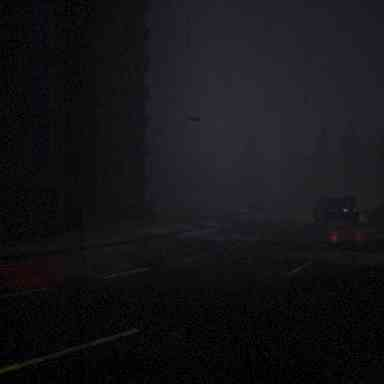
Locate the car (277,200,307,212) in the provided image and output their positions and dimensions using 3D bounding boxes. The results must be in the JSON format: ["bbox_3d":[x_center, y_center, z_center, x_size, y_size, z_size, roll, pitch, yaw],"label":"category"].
[{"bbox_3d":[12.290,1.729,41.704,1.837,1.490,4.892,0,-1,-19],"label":"car"}]

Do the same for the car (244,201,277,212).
[{"bbox_3d":[8.369,1.796,42.263,1.994,1.385,4.181,0,-1,-22],"label":"car"}]

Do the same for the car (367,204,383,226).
[{"bbox_3d":[14.057,1.613,23.626,2.128,1.511,4.902,0,0,10],"label":"car"}]

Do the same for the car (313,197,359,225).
[{"bbox_3d":[10.917,1.359,25.518,2.150,2.045,5.566,0,0,8],"label":"car"}]
